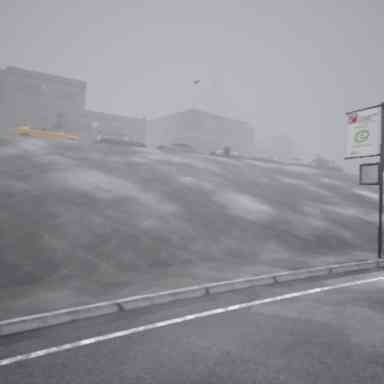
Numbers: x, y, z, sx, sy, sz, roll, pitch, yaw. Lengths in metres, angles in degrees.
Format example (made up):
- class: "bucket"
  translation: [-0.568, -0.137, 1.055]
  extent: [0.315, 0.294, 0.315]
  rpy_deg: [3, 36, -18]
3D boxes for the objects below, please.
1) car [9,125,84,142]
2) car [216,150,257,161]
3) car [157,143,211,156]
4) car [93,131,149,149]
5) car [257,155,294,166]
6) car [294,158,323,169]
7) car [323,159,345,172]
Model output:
- class: "car"
  translation: [-10.500, -3.977, 24.247]
  extent: [5.008, 1.535, 2.097]
  rpy_deg: [2, -1, -29]
- class: "car"
  translation: [3.770, -3.351, 33.034]
  extent: [4.674, 1.452, 2.002]
  rpy_deg: [2, -1, -33]
- class: "car"
  translation: [-0.866, -3.554, 30.045]
  extent: [4.792, 1.488, 2.163]
  rpy_deg: [2, -1, -32]
- class: "car"
  translation: [-5.732, -3.909, 27.039]
  extent: [4.553, 1.767, 2.185]
  rpy_deg: [2, -1, -30]
- class: "car"
  translation: [8.261, -3.199, 36.067]
  extent: [4.892, 1.521, 2.231]
  rpy_deg: [2, -1, -34]
- class: "car"
  translation: [12.861, -3.110, 39.325]
  extent: [4.553, 1.767, 2.185]
  rpy_deg: [3, -1, -35]
- class: "car"
  translation: [17.379, -2.999, 42.652]
  extent: [5.566, 2.045, 2.435]
  rpy_deg: [3, -1, -36]
